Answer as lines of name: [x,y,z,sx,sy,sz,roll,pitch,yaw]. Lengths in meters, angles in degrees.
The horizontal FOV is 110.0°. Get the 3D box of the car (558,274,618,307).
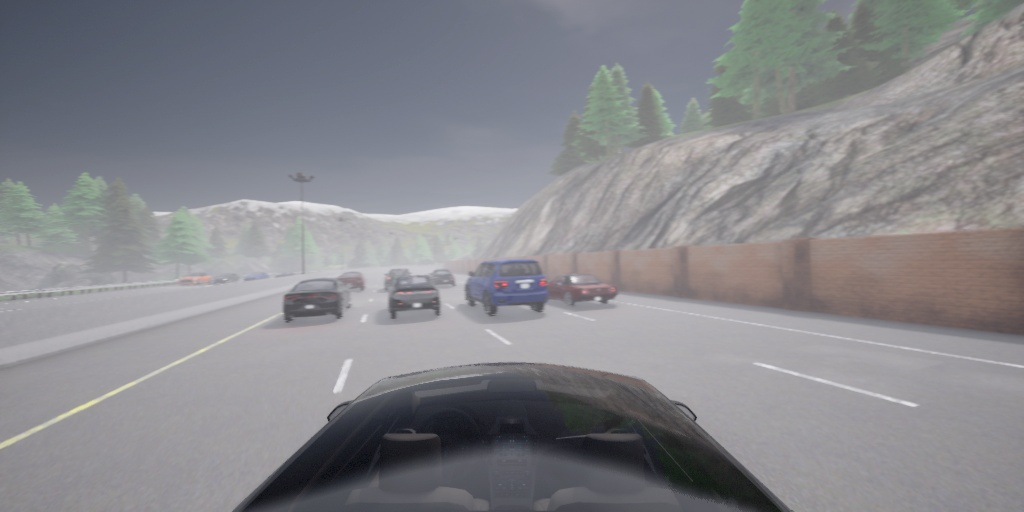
car: [2.725,1.475,16.464,1.895,1.301,4.718,-1,-1,-19]

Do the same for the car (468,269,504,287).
car: [-2.294,1.820,30.594,1.895,1.301,4.718,-1,-1,-19]

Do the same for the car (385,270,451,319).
car: [-4.066,1.543,14.689,2.128,1.511,4.902,-1,-1,-19]

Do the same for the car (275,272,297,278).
car: [-31.800,2.921,50.671,2.033,1.411,5.357,-1,-1,-19]

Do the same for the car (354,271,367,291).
car: [-12.778,1.983,28.788,1.882,1.535,5.008,-1,0,-19]

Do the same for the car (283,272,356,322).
car: [-7.752,1.637,14.641,1.882,1.535,5.008,-1,-1,-19]

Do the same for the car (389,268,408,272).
car: [-9.063,1.746,28.746,2.097,1.767,4.553,-1,-1,-19]

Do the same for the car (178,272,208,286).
car: [-41.702,2.971,47.184,2.097,1.767,4.553,-1,-1,-19]

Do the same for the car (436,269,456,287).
car: [-6.019,1.856,30.659,1.812,1.442,4.674,-1,-1,-19]

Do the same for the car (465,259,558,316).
car: [-0.418,1.167,14.814,2.150,2.045,5.566,-1,-1,-19]

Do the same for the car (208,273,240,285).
car: [-38.383,3.040,48.291,1.837,1.490,4.892,-1,-1,-19]

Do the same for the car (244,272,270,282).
car: [-35.088,2.932,49.457,1.882,1.535,5.008,-1,-1,-19]
